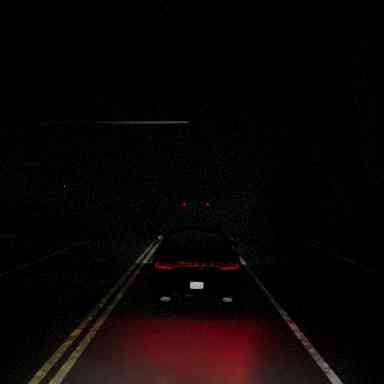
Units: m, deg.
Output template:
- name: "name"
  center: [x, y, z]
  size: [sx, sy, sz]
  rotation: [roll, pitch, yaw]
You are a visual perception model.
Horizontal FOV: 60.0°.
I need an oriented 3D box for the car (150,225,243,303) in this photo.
- name: "car"
  center: [0.095, 1.593, 8.568]
  size: [1.882, 1.535, 5.008]
  rotation: [1, -1, 0]
